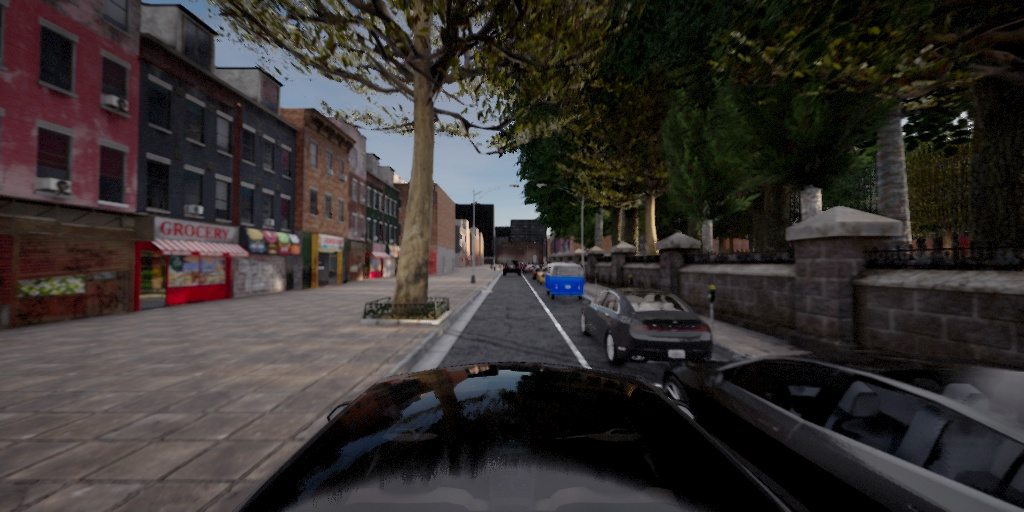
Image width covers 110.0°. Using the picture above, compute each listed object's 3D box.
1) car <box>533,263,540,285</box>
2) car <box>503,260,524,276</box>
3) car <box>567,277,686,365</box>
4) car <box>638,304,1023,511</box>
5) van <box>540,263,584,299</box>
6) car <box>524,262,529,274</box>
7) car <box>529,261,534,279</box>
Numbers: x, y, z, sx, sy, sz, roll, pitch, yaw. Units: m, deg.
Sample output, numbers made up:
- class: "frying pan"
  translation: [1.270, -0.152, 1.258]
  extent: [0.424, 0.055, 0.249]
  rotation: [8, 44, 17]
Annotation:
- class: "car"
  translation: [3.026, 1.488, 29.317]
  extent: [1.801, 1.575, 5.366]
  rotation: [0, -1, 0]
- class: "car"
  translation: [0.013, 1.469, 45.261]
  extent: [2.150, 2.045, 5.566]
  rotation: [0, 0, 0]
- class: "car"
  translation: [2.638, 1.361, 7.943]
  extent: [2.007, 1.370, 4.403]
  rotation: [0, 0, 0]
- class: "car"
  translation: [2.638, 1.324, 2.494]
  extent: [1.948, 1.339, 4.313]
  rotation: [0, 0, 0]
- class: "van"
  translation: [2.639, 1.261, 18.841]
  extent: [1.690, 1.789, 3.998]
  rotation: [0, 0, 0]
- class: "car"
  translation: [2.640, 1.863, 51.535]
  extent: [1.802, 1.307, 4.207]
  rotation: [0, 0, 0]
- class: "car"
  translation: [3.016, 1.582, 36.127]
  extent: [1.882, 1.535, 5.008]
  rotation: [0, -1, 0]
